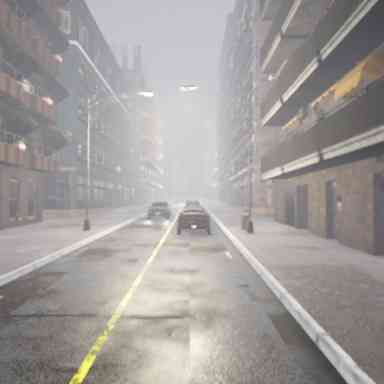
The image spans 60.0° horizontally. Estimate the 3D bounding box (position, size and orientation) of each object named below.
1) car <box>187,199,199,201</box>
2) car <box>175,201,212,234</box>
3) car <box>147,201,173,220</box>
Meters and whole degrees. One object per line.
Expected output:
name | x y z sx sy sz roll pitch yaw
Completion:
car | 0.099 1.550 40.899 2.128 1.511 4.902 0 0 0
car | 0.100 1.527 19.482 1.837 1.490 4.892 0 0 0
car | -2.751 1.543 28.903 1.837 1.490 4.892 0 0 0
